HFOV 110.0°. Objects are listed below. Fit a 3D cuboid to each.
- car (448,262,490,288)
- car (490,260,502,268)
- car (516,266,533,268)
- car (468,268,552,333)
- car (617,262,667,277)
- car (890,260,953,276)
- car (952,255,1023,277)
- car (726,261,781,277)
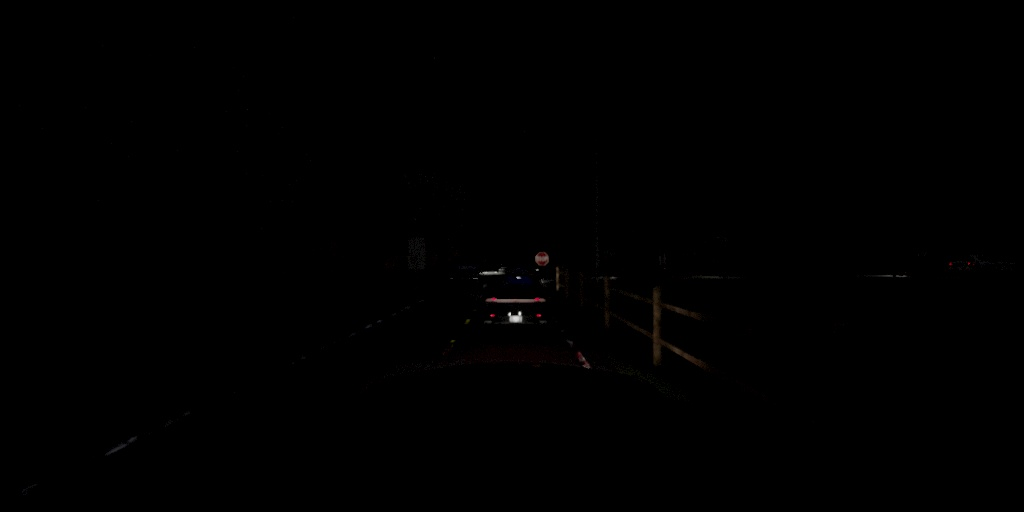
[{"bbox_3d":[-2.779,1.193,23.008,2.033,1.411,5.357,0,0,0],"label":"car"},{"bbox_3d":[-2.903,1.496,50.348,1.994,1.385,4.181,0,0,0],"label":"car"},{"bbox_3d":[0.953,1.416,26.347,1.994,1.385,4.181,0,0,13],"label":"car"},{"bbox_3d":[0.086,1.281,10.873,2.128,1.511,4.902,0,0,0],"label":"car"},{"bbox_3d":[12.835,1.364,35.494,4.674,1.442,1.812,0,-1,1],"label":"car"},{"bbox_3d":[40.626,1.282,35.936,4.181,1.385,1.994,0,-1,-1],"label":"car"},{"bbox_3d":[43.926,0.891,33.137,5.566,2.045,2.150,0,-1,-1],"label":"car"},{"bbox_3d":[23.913,1.269,35.656,5.008,1.535,1.882,0,-1,-1],"label":"car"}]
